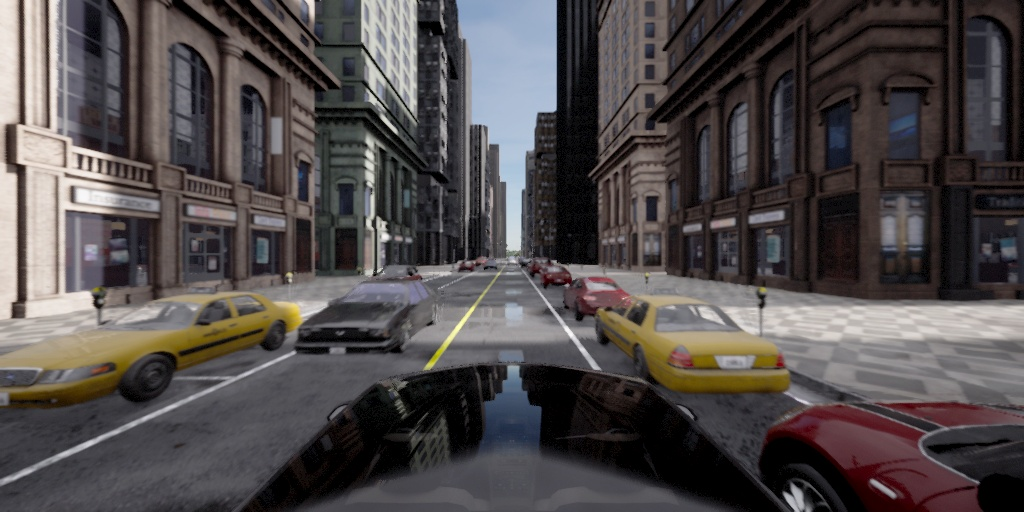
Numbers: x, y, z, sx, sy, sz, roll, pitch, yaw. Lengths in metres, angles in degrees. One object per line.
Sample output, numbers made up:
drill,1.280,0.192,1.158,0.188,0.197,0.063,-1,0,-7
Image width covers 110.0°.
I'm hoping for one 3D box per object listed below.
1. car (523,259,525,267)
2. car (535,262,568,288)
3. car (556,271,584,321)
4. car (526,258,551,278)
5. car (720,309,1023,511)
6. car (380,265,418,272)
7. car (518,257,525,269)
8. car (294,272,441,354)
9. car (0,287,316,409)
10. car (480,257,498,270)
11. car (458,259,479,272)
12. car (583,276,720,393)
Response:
car,2.780,1.321,45.795,1.948,1.339,4.313,0,0,0
car,2.771,1.297,23.389,1.888,1.381,4.507,0,0,0
car,2.766,1.333,12.185,1.802,1.307,4.207,0,0,0
car,2.775,1.068,34.592,2.192,1.841,5.009,0,0,0
car,2.762,1.190,0.982,1.967,1.591,4.097,0,0,0
car,-5.757,1.191,17.784,1.967,1.591,4.097,0,0,0
car,2.383,1.236,58.197,1.882,1.535,5.008,0,0,0
car,-3.097,1.298,9.039,2.033,1.411,5.357,0,0,0
car,-5.761,1.276,6.409,1.751,1.417,4.829,0,0,0
car,-3.038,1.305,51.775,2.033,1.411,5.357,0,0,1
car,-5.745,1.301,45.794,1.888,1.381,4.507,0,0,0
car,2.764,1.276,6.753,1.751,1.417,4.829,0,0,0
